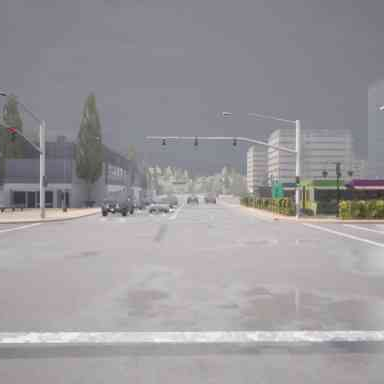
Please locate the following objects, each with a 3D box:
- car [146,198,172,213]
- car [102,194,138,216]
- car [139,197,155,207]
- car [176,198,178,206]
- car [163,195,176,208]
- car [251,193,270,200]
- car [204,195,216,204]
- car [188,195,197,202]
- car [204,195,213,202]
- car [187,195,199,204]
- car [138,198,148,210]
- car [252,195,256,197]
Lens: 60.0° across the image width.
[{"bbox_3d":[-3.556,1.601,36.686,1.895,1.301,4.718,0,0,0],"label":"car"},{"bbox_3d":[-7.074,1.221,32.349,2.150,2.045,5.566,0,0,1],"label":"car"},{"bbox_3d":[-7.027,1.564,52.194,1.994,1.385,4.181,0,0,0],"label":"car"},{"bbox_3d":[-3.516,1.352,55.864,2.097,1.767,4.553,0,0,0],"label":"car"},{"bbox_3d":[-3.542,1.505,46.001,1.837,1.490,4.892,0,0,0],"label":"car"},{"bbox_3d":[17.874,1.153,86.704,4.605,1.855,1.932,0,0,-1],"label":"car"},{"bbox_3d":[3.577,1.491,63.554,2.128,1.511,4.902,0,0,0],"label":"car"},{"bbox_3d":[0.093,1.477,73.823,1.882,1.535,5.008,0,0,0],"label":"car"},{"bbox_3d":[3.590,1.396,73.829,1.812,1.442,4.674,0,0,0],"label":"car"},{"bbox_3d":[0.174,1.352,64.043,2.097,1.767,4.553,0,0,0],"label":"car"},{"bbox_3d":[-7.048,1.491,42.237,2.128,1.511,4.902,0,0,0],"label":"car"},{"bbox_3d":[17.891,1.156,83.809,3.866,1.878,1.905,0,0,-1],"label":"car"}]
